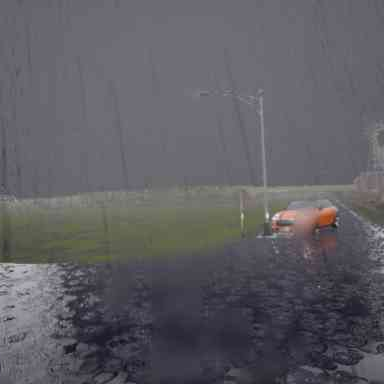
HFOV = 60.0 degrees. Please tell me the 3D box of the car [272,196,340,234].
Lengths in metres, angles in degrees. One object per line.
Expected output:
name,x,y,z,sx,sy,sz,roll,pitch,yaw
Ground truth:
car,6.134,1.170,17.850,2.097,1.767,4.553,-3,0,44
